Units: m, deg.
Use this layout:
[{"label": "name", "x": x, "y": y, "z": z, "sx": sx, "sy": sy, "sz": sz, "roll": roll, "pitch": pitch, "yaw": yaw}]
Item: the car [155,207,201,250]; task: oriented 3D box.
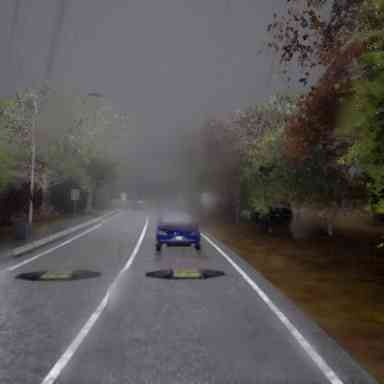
[{"label": "car", "x": -0.723, "y": 1.695, "z": 15.627, "sx": 1.882, "sy": 1.535, "sz": 5.008, "roll": 1, "pitch": 0, "yaw": -5}]

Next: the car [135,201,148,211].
[{"label": "car", "x": -8.565, "y": 2.381, "z": 56.759, "sx": 2.097, "sy": 1.767, "sz": 4.553, "roll": 1, "pitch": -3, "yaw": -6}]
